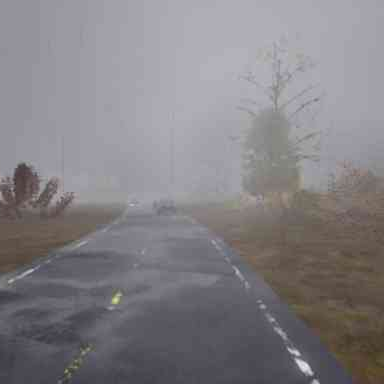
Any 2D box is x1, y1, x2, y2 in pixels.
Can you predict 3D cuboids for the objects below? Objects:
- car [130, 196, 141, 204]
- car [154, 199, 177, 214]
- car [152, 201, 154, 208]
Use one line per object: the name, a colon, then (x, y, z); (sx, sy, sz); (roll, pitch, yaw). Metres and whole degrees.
car: (-12.426, 1.946, 73.118); (1.837, 1.490, 4.892); (0, 0, -11)
car: (-3.005, 1.583, 38.998); (2.097, 1.767, 4.553); (0, 0, -9)
car: (-4.945, 1.774, 50.388); (1.882, 1.535, 5.008); (0, 0, -11)
